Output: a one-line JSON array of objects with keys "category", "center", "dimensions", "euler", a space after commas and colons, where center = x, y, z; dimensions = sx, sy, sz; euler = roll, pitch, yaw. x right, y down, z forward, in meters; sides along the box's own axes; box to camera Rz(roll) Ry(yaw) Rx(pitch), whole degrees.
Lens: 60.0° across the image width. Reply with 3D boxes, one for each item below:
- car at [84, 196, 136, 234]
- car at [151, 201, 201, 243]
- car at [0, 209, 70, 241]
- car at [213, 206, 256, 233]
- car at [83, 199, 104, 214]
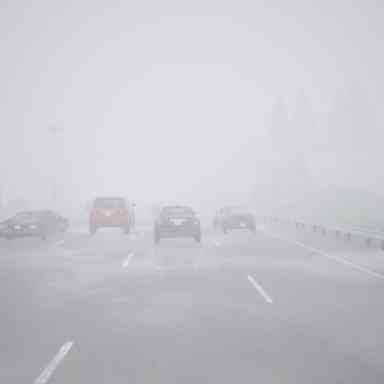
[{"category": "car", "center": [-4.617, 1.252, 19.774], "dimensions": [2.150, 2.045, 5.566], "euler": [0, 0, -6]}, {"category": "car", "center": [-0.804, 1.371, 16.558], "dimensions": [2.097, 1.767, 4.553], "euler": [0, 0, -5]}, {"category": "car", "center": [-7.818, 1.582, 16.951], "dimensions": [2.033, 1.411, 5.357], "euler": [0, 0, -6]}, {"category": "car", "center": [2.419, 1.540, 19.618], "dimensions": [1.812, 1.442, 4.674], "euler": [0, 0, -6]}, {"category": "car", "center": [-11.093, 1.568, 37.719], "dimensions": [1.837, 1.490, 4.892], "euler": [0, 0, -12]}]
